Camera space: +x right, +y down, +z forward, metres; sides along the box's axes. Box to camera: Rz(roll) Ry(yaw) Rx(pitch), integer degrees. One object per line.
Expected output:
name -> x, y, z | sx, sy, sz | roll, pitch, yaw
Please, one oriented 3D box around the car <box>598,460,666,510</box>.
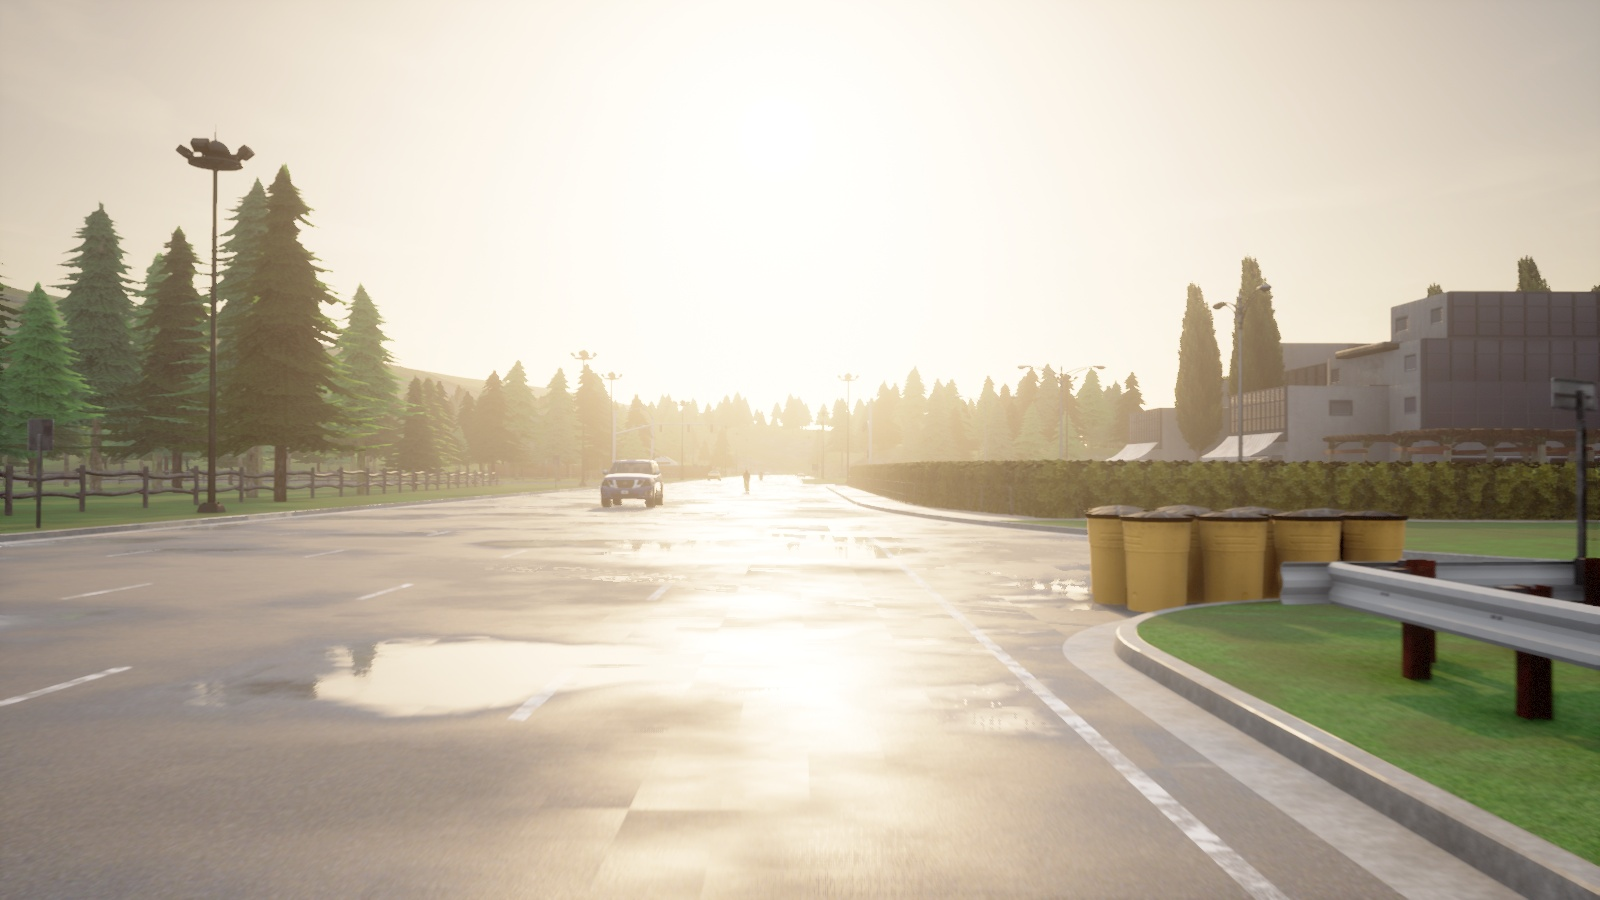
car -> -7.126, 1.462, 53.777 | 2.150, 2.045, 5.566 | 0, -1, 0
